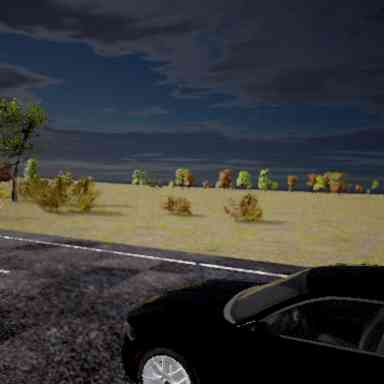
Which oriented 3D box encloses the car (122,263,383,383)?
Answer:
[{"bbox_3d":[1.615,1.501,3.287,5.008,1.535,1.882,1,1,27],"label":"car"}]
